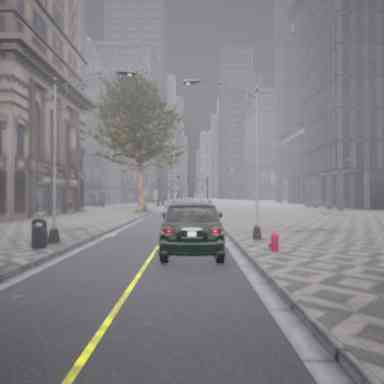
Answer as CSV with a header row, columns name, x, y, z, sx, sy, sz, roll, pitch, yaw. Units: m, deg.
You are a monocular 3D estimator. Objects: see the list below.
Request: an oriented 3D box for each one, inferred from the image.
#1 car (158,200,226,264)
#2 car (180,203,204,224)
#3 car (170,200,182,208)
name,x,y,z,sx,sy,sz,roll,pitch,yaw
car,0.012,1.359,12.572,2.150,2.045,5.566,0,0,0
car,0.023,1.792,29.244,1.882,1.535,5.008,0,0,0
car,-3.030,2.219,63.364,2.128,1.511,4.902,0,-1,0
